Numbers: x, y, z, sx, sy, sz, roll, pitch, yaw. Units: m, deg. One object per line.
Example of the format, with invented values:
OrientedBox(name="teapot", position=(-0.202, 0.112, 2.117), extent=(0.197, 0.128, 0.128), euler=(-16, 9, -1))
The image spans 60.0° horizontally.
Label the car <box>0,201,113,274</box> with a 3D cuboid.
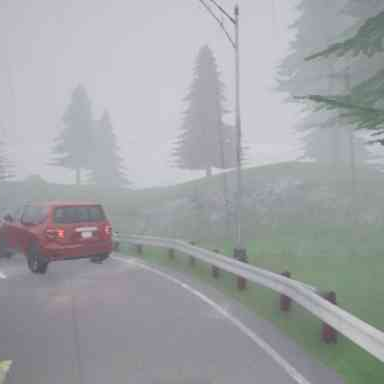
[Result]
OrientedBox(name="car", position=(-4.822, 1.316, 11.311), extent=(2.150, 2.045, 5.566), euler=(1, -1, -44))
